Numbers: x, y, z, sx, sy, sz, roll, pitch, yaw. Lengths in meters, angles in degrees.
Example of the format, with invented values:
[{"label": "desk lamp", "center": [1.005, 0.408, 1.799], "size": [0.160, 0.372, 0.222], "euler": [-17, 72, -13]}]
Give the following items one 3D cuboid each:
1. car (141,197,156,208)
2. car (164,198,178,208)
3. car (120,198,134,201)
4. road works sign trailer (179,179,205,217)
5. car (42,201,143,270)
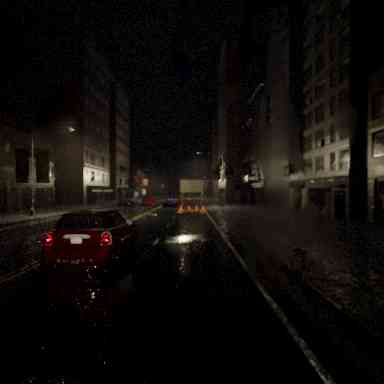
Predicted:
[{"label": "car", "center": [-6.557, 1.511, 50.295], "size": [1.882, 1.535, 5.008], "euler": [0, 0, 0]}, {"label": "car", "center": [-3.147, 1.597, 49.587], "size": [1.994, 1.385, 4.181], "euler": [0, 0, 0]}, {"label": "car", "center": [-9.805, 1.581, 49.956], "size": [2.033, 1.411, 5.357], "euler": [0, 0, 1]}, {"label": "road works sign trailer", "center": [0.000, 0.484, 30.992], "size": [2.380, 3.560, 2.880], "euler": [0, 0, 0]}, {"label": "car", "center": [-3.150, 1.359, 11.204], "size": [2.097, 1.767, 4.553], "euler": [0, 0, 0]}]
